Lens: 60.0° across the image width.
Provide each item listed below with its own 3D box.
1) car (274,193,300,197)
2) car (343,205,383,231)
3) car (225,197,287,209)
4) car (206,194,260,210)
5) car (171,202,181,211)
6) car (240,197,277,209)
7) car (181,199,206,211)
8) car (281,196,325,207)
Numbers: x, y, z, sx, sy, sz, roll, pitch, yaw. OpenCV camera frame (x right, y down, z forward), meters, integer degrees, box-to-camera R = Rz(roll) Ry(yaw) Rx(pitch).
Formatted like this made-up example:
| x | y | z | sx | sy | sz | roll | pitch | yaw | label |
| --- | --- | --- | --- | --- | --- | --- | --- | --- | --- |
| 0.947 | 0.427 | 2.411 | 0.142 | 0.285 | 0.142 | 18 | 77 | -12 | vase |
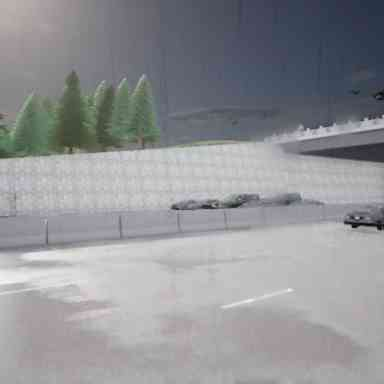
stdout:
| x | y | z | sx | sy | sz | roll | pitch | yaw | label |
| --- | --- | --- | --- | --- | --- | --- | --- | --- | --- |
| 11.691 | 1.196 | 42.248 | 5.566 | 2.045 | 2.150 | 0 | 0 | -35 | car |
| 11.495 | 1.531 | 20.488 | 5.357 | 1.411 | 2.033 | 0 | 0 | -35 | car |
| 5.724 | 1.476 | 29.412 | 4.902 | 1.511 | 2.128 | 0 | 0 | -35 | car |
| 4.532 | 1.209 | 32.849 | 5.566 | 2.045 | 2.150 | 0 | 0 | -35 | car |
| -0.345 | 1.547 | 37.987 | 4.181 | 1.385 | 1.994 | 0 | 0 | -35 | car |
| 8.987 | 1.452 | 44.631 | 5.008 | 1.535 | 1.882 | 0 | 0 | -35 | car |
| 1.678 | 1.490 | 35.129 | 4.892 | 1.490 | 1.837 | 1 | 0 | -35 | car |
| 11.460 | 1.469 | 33.568 | 4.902 | 1.511 | 2.128 | 0 | 0 | -35 | car |
